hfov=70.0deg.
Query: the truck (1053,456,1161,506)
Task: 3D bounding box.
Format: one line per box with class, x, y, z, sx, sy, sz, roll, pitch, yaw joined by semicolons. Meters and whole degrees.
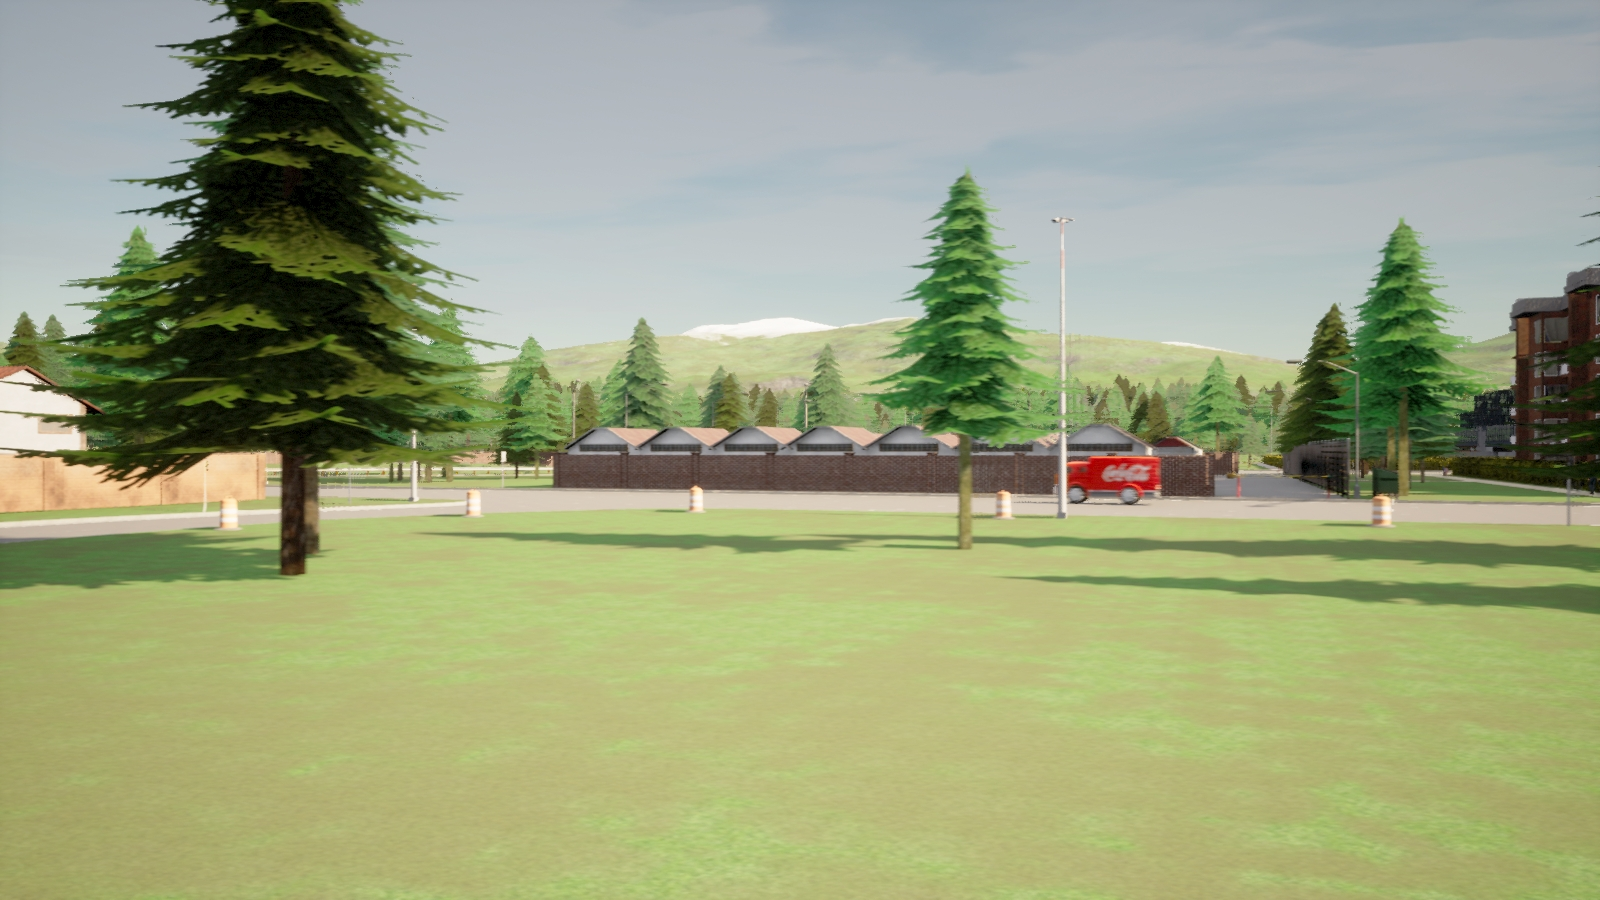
truck;15.955;1.568;59.360;5.204;2.467;2.627;0;0;20
